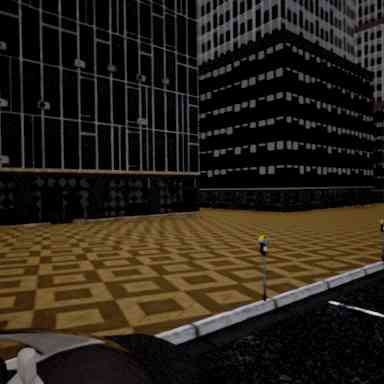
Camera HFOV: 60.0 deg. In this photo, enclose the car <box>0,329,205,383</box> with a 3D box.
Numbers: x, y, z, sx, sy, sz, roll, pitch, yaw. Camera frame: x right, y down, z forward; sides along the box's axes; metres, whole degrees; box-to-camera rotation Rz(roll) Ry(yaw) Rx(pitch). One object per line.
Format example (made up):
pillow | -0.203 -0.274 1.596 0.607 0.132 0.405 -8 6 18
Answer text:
car | -1.767 1.549 1.314 4.403 1.369 2.008 0 -1 -40
